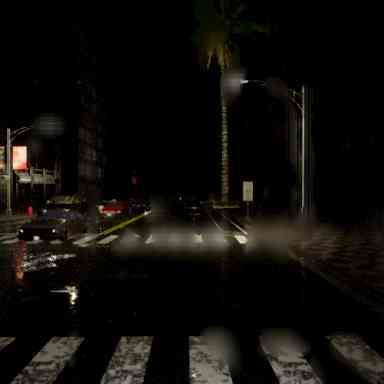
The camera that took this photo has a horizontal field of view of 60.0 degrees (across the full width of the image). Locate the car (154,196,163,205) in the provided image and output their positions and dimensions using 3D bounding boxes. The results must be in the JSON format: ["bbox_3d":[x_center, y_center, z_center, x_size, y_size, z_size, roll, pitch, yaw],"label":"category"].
[{"bbox_3d":[-6.273,1.377,58.001,1.812,1.442,4.674,0,0,0],"label":"car"}]

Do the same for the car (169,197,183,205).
[{"bbox_3d":[-2.935,1.610,57.709,1.994,1.385,4.181,0,0,1],"label":"car"}]

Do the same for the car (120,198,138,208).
[{"bbox_3d":[-9.611,1.633,50.948,1.895,1.301,4.718,0,0,1],"label":"car"}]

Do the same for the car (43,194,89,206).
[{"bbox_3d":[-9.742,1.226,25.832,2.150,2.045,5.566,0,0,1],"label":"car"}]

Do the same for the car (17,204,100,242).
[{"bbox_3d":[-6.531,1.550,16.629,2.033,1.411,5.357,0,0,0],"label":"car"}]

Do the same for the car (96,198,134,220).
[{"bbox_3d":[-6.481,1.533,28.427,1.812,1.442,4.674,0,0,0],"label":"car"}]

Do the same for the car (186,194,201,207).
[{"bbox_3d":[0.209,1.259,53.417,2.150,2.045,5.566,0,0,0],"label":"car"}]

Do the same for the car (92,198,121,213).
[{"bbox_3d":[-9.696,1.505,38.118,2.128,1.511,4.902,0,0,0],"label":"car"}]

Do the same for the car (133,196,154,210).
[{"bbox_3d":[-6.424,1.526,42.597,1.837,1.490,4.892,0,0,0],"label":"car"}]

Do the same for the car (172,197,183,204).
[{"bbox_3d":[-2.896,1.633,67.667,1.994,1.385,4.181,0,0,0],"label":"car"}]
